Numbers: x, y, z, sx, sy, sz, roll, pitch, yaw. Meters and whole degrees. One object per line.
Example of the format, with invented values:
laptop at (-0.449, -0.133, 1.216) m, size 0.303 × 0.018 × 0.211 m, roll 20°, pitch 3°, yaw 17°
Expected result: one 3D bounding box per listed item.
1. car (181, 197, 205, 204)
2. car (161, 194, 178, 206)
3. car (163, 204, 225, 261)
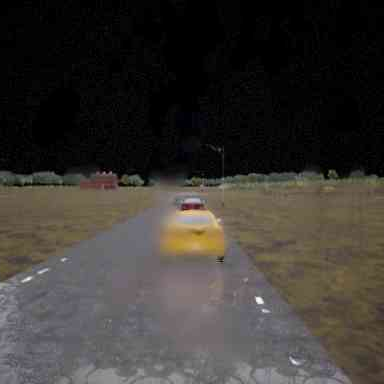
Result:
car at (0.066, 1.190, 27.875) m, size 1.882 × 1.535 × 5.008 m, roll 0°, pitch 1°, yaw 0°
car at (-2.857, 1.007, 42.873) m, size 2.128 × 1.511 × 4.902 m, roll 0°, pitch 1°, yaw 0°
car at (0.069, 1.392, 11.965) m, size 1.882 × 1.535 × 5.008 m, roll 0°, pitch 0°, yaw 0°
